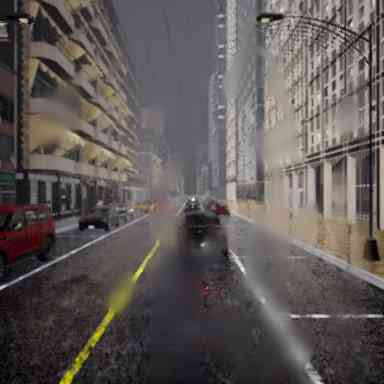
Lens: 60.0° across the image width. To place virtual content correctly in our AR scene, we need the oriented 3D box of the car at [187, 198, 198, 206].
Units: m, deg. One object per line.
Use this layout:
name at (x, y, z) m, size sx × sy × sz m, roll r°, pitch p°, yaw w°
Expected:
car at (0.102, 1.737, 61.299) m, size 1.994 × 1.385 × 4.181 m, roll 0°, pitch 0°, yaw 0°

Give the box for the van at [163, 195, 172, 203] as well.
van at (-5.688, 1.566, 77.458) m, size 1.690 × 1.788 × 3.998 m, roll 0°, pitch 0°, yaw 0°

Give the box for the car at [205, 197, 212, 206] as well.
car at (2.691, 1.682, 43.565) m, size 1.947 × 1.339 × 4.313 m, roll 0°, pitch 0°, yaw 0°

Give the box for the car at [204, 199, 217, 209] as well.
car at (2.691, 1.716, 49.215) m, size 1.802 × 1.307 × 4.206 m, roll 0°, pitch 0°, yaw 0°

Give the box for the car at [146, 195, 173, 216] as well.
car at (-3.091, 1.440, 34.071) m, size 2.097 × 1.767 × 4.553 m, roll 0°, pitch 0°, yaw 0°

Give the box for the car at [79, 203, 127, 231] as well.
car at (-5.689, 1.618, 20.972) m, size 1.947 × 1.339 × 4.313 m, roll 0°, pitch 0°, yaw 0°

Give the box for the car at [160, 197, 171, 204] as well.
car at (-5.689, 1.773, 71.809) m, size 1.947 × 1.339 × 4.313 m, roll 0°, pitch 0°, yaw 0°

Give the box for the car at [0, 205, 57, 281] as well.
car at (-5.690, 1.339, 9.675) m, size 2.192 × 1.841 × 5.009 m, roll 0°, pitch 0°, yaw 0°

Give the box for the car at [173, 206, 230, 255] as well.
car at (0.292, 1.539, 13.536) m, size 1.837 × 1.490 × 4.892 m, roll 0°, pitch 0°, yaw -4°

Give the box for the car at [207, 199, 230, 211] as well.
car at (2.691, 1.665, 32.268) m, size 1.802 × 1.307 × 4.206 m, roll 0°, pitch 0°, yaw 0°

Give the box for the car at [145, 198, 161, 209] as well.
car at (-5.689, 1.679, 49.215) m, size 1.887 × 1.381 × 4.507 m, roll 0°, pitch 0°, yaw 0°

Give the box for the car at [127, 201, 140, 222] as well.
car at (-5.689, 1.618, 26.620) m, size 2.008 × 1.369 × 4.403 m, roll 0°, pitch 0°, yaw 0°

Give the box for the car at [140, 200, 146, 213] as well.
car at (-5.689, 1.624, 37.747) m, size 1.752 × 1.417 × 4.829 m, roll 0°, pitch 0°, yaw 0°

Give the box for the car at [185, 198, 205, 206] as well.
car at (0.102, 1.648, 38.417) m, size 2.033 × 1.411 × 5.357 m, roll 0°, pitch 0°, yaw 0°

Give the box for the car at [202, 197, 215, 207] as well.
car at (2.691, 1.592, 54.863) m, size 1.967 × 1.590 × 4.097 m, roll 0°, pitch 0°, yaw 0°
